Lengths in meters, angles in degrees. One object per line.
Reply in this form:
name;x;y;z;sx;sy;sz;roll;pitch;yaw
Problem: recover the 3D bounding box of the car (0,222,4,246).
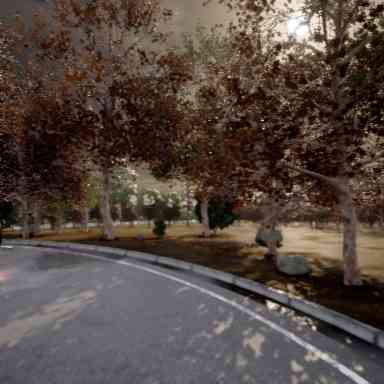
car;-10.949;1.716;14.575;5.566;2.045;2.150;-1;-1;20
